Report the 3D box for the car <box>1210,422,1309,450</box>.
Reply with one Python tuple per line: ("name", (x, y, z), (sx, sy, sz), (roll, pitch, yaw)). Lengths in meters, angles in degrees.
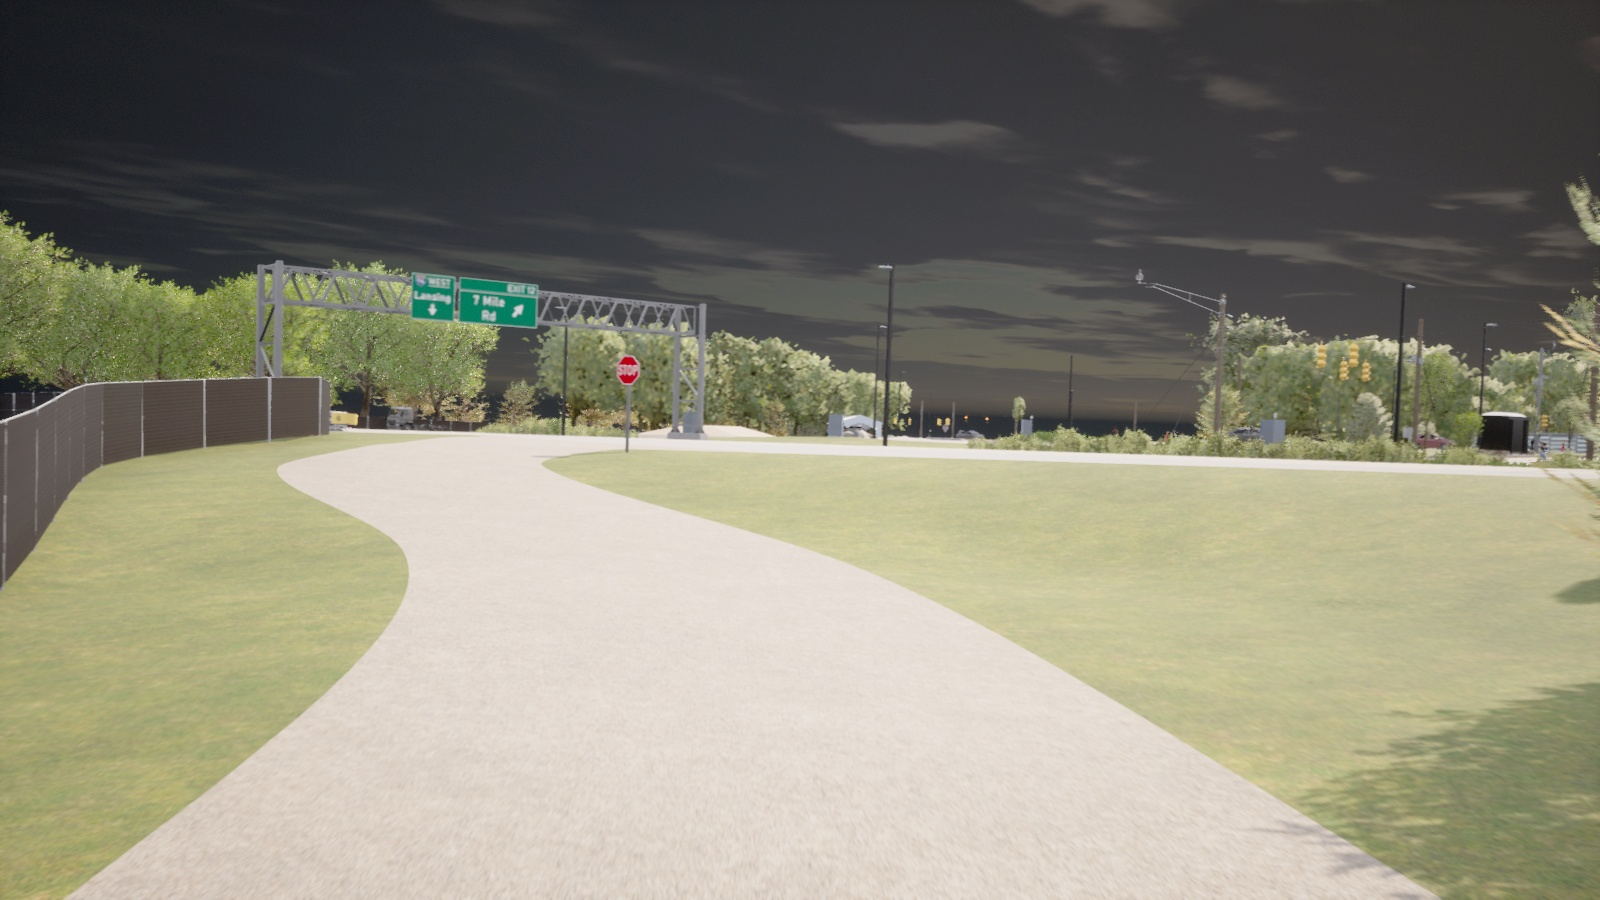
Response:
("car", (26.696, -0.813, 73.069), (2.128, 1.511, 4.902), (0, 2, -43))
